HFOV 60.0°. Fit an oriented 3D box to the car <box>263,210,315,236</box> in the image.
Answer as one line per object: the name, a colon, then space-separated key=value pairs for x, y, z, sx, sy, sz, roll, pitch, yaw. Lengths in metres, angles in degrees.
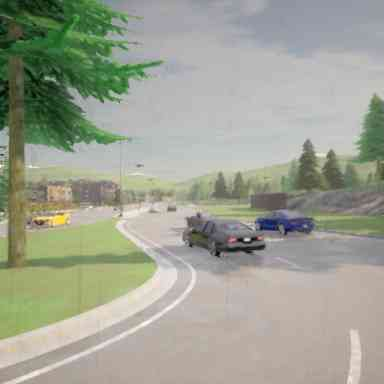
car: x=5.953 y=1.933 z=21.941 sx=1.882 sy=1.535 sz=5.008 roll=-1 pitch=-2 yaw=-17

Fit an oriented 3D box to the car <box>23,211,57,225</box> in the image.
car: x=-17.062 y=2.908 z=37.552 sx=1.994 sy=1.385 sz=4.181 roll=-1 pitch=-1 yaw=-2

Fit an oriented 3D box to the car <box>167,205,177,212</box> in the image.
car: x=-4.197 y=3.388 z=69.396 sx=2.128 sy=1.511 sz=4.902 roll=-1 pitch=-1 yaw=-5

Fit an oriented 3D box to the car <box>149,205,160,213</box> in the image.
car: x=-7.469 y=3.418 z=66.461 sx=1.812 sy=1.442 sz=4.674 roll=-1 pitch=-2 yaw=-5

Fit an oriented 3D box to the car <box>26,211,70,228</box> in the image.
car: x=-13.678 y=2.619 z=32.505 sx=1.882 sy=1.535 sz=5.008 roll=-1 pitch=-2 yaw=3

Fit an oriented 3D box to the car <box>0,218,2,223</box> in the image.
car: x=-20.612 y=2.874 z=31.932 sx=1.895 sy=1.301 sz=4.718 roll=-1 pitch=-1 yaw=4

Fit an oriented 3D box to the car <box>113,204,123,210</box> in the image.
car: x=-16.141 y=3.512 z=73.143 sx=1.837 sy=1.490 sz=4.892 roll=-1 pitch=-1 yaw=-5

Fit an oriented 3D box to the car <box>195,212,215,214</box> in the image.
car: x=0.933 y=2.279 z=26.461 sx=1.895 sy=1.301 sz=4.718 roll=-1 pitch=-2 yaw=-17

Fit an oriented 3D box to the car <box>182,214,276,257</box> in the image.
car: x=1.197 y=1.919 z=14.848 sx=2.033 sy=1.411 sz=5.357 roll=-1 pitch=-2 yaw=-20

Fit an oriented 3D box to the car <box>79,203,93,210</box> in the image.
car: x=-23.120 y=3.368 z=72.551 sx=2.150 sy=2.045 sz=5.566 roll=-1 pitch=-1 yaw=-5
